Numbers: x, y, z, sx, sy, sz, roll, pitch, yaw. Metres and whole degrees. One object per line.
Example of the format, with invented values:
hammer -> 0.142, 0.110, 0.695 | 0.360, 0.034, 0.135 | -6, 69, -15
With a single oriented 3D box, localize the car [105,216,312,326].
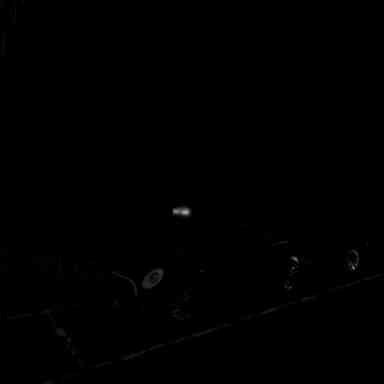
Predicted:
car -> 0.315, 1.379, 6.879 | 4.097, 1.590, 1.967 | -1, 0, -35

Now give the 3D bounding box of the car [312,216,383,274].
car -> 4.805, 1.425, 10.067 | 4.313, 1.339, 1.947 | -1, 0, -35
